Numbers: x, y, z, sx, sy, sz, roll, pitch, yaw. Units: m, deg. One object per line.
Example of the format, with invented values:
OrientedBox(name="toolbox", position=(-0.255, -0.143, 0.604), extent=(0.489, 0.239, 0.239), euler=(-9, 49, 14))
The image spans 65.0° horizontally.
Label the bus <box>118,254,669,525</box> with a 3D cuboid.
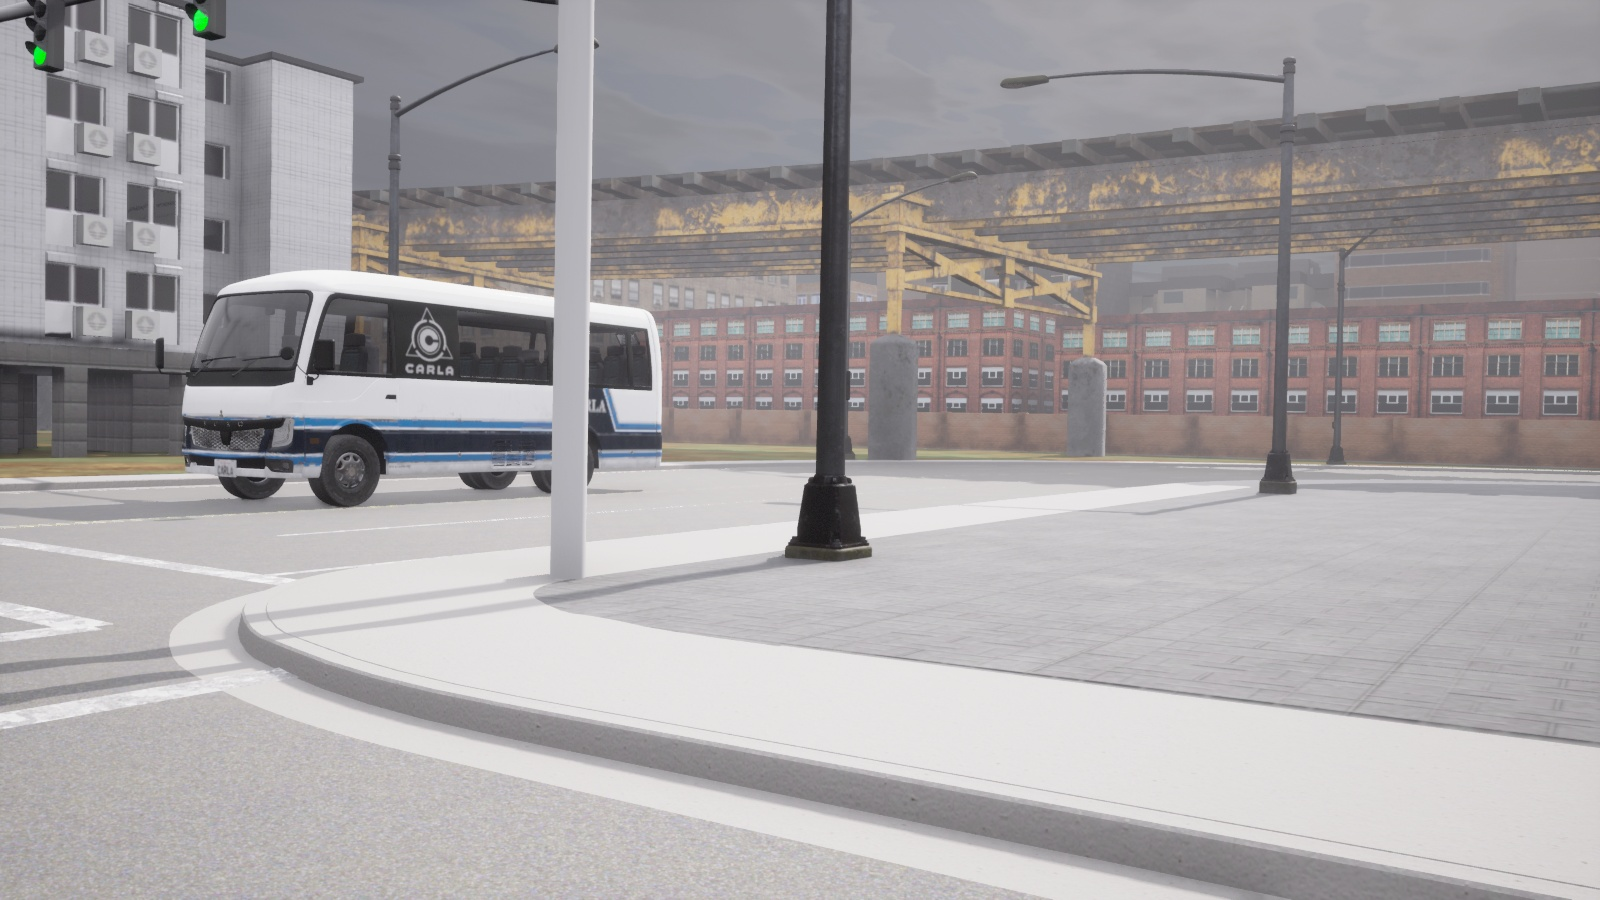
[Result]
OrientedBox(name="bus", position=(-7.391, -1.054, 25.062), extent=(3.944, 4.253, 10.273), euler=(1, 1, 33))
